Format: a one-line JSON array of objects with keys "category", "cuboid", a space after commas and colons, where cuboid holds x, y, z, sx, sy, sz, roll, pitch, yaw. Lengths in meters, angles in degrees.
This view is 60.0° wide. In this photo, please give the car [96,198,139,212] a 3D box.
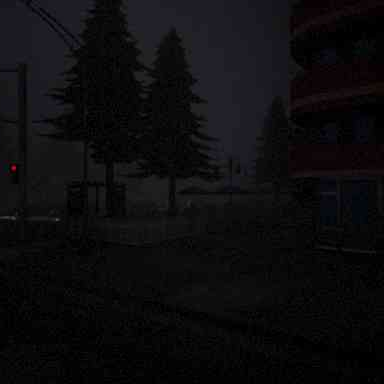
[{"category": "car", "cuboid": [-9.062, 1.566, 40.881, 2.128, 1.511, 4.902, 0, 0, 37]}]

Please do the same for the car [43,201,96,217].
[{"category": "car", "cuboid": [-11.259, 1.566, 32.038, 1.837, 1.490, 4.892, 0, 0, 36]}]

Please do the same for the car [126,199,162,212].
[{"category": "car", "cuboid": [-5.947, 1.624, 39.180, 1.994, 1.385, 4.181, 0, 0, 38]}]

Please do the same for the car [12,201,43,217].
[{"category": "car", "cuboid": [-14.823, 1.623, 33.110, 2.033, 1.411, 5.357, 0, 0, 36]}]

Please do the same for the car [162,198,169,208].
[{"category": "car", "cuboid": [-2.583, 1.424, 48.513, 4.553, 1.767, 2.097, 0, 0, -44]}]

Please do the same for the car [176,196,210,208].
[{"category": "car", "cuboid": [0.416, 1.409, 46.593, 4.553, 1.767, 2.097, 0, 0, -44]}]

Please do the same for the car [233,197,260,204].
[{"category": "car", "cuboid": [9.453, 1.530, 57.305, 5.008, 1.535, 1.882, 0, 0, -27]}]
